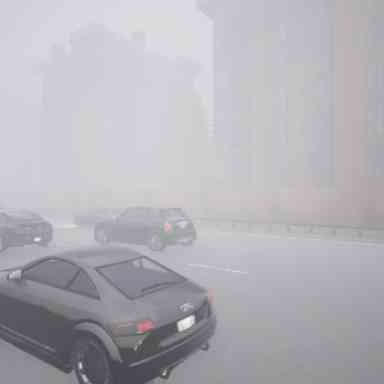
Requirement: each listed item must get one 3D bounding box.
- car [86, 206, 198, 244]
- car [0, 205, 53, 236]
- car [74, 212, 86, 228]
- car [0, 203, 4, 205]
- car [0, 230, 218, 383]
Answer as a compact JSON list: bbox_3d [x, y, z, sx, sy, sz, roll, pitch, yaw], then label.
[{"bbox_3d":[-2.065,1.351,14.062,4.553,1.767,2.097,0,0,36],"label":"car"},{"bbox_3d":[-7.714,1.505,13.789,4.892,1.490,1.837,0,0,35],"label":"car"},{"bbox_3d":[-5.510,1.564,20.815,4.181,1.385,1.994,0,0,35],"label":"car"},{"bbox_3d":[-18.795,1.491,30.285,4.902,1.511,2.128,0,0,35],"label":"car"},{"bbox_3d":[-1.693,1.563,5.198,4.181,1.385,1.994,0,0,35],"label":"car"}]
